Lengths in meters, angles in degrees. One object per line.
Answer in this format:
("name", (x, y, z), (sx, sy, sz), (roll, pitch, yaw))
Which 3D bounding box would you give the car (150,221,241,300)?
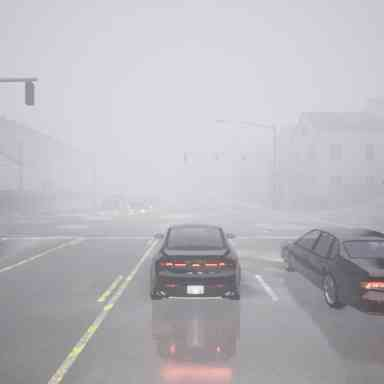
("car", (0.076, 1.505, 8.384), (1.837, 1.490, 4.892), (0, 0, 0))

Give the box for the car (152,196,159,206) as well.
("car", (-7.085, 1.505, 54.619), (1.837, 1.490, 4.892), (0, 0, 0))

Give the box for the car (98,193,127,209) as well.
("car", (-10.596, 1.221, 44.950), (2.150, 2.045, 5.566), (0, 0, 0))

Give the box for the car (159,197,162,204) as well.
("car", (-7.032, 1.547, 65.030), (2.033, 1.411, 5.357), (0, 0, 1))

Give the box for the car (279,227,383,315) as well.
("car", (3.576, 1.547, 7.808), (2.033, 1.411, 5.357), (0, 0, 0))

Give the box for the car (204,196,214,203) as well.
("car", (3.505, 1.545, 69.150), (2.033, 1.411, 5.357), (0, 0, 0))

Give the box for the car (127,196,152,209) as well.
("car", (-7.094, 1.477, 45.164), (1.882, 1.535, 5.008), (0, 0, 0))

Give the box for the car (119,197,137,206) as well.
("car", (-10.582, 1.547, 55.196), (2.033, 1.411, 5.357), (0, 0, 0))

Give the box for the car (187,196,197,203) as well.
("car", (0.007, 1.547, 69.151), (2.033, 1.411, 5.357), (0, 0, 0))

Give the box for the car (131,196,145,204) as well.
("car", (-10.527, 1.505, 65.388), (1.837, 1.490, 4.892), (0, 0, 0))
